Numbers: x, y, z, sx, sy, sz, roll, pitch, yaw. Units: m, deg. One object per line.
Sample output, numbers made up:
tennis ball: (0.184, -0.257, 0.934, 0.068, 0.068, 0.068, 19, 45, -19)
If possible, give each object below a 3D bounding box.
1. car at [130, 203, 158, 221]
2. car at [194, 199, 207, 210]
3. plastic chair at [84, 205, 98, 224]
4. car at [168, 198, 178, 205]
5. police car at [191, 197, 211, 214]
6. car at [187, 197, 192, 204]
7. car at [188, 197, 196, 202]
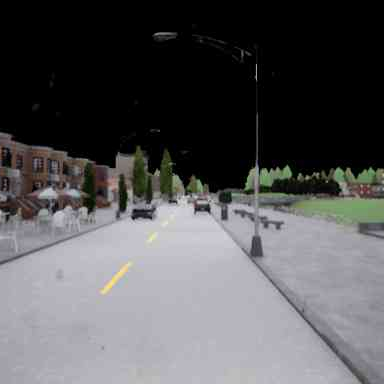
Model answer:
car: (-4.107, 1.722, 29.431, 2.033, 1.411, 5.357, 0, 0, 0)
car: (1.189, 1.814, 48.570, 1.812, 1.442, 4.674, 0, 0, 0)
plastic chair: (-7.451, 1.652, 24.596, 0.730, 1.271, 0.750, 0, 0, -40)
car: (-4.015, 1.999, 70.994, 1.895, 1.301, 4.718, 0, 0, 0)
police car: (1.174, 1.654, 38.684, 1.930, 1.638, 5.238, 0, 0, 0)
car: (-0.015, 1.859, 72.081, 1.994, 1.385, 4.181, 0, 0, 0)
car: (-0.019, 1.920, 86.780, 2.033, 1.411, 5.357, 0, 0, 0)
